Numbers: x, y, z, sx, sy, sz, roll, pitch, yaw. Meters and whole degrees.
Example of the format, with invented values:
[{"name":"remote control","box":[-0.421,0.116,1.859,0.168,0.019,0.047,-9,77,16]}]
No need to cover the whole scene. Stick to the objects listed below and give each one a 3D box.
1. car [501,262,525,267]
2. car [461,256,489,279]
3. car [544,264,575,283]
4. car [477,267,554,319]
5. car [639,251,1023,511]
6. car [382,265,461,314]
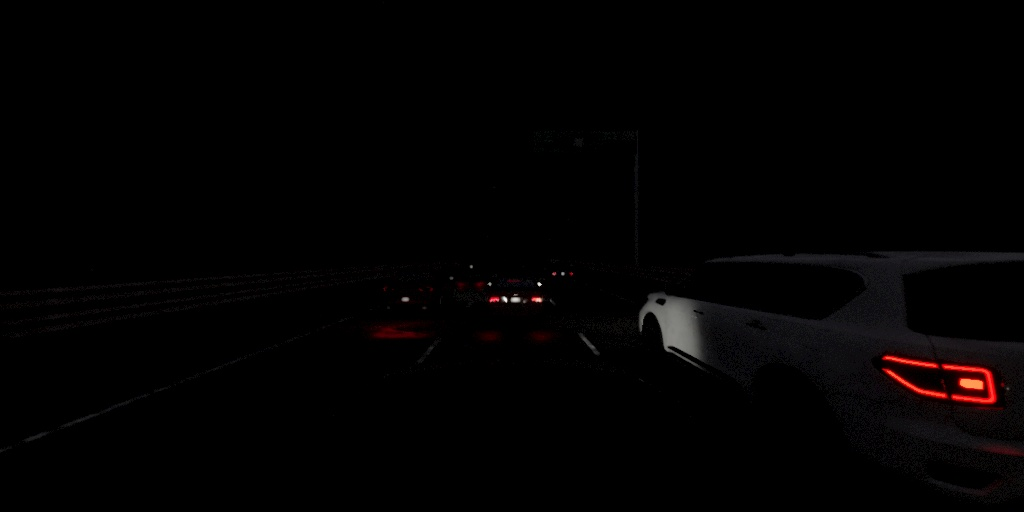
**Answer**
[{"name":"car","box":[0.094,1.289,33.495,1.837,1.490,4.892,0,0,0]},{"name":"car","box":[-3.407,1.004,32.715,2.150,2.045,5.566,0,0,0]},{"name":"car","box":[3.596,1.318,27.833,2.033,1.411,5.357,0,0,0]},{"name":"car","box":[0.097,1.300,12.752,2.033,1.411,5.357,0,0,0]},{"name":"car","box":[3.599,0.972,4.813,2.150,2.045,5.566,0,0,0]},{"name":"car","box":[-3.402,1.231,13.916,1.882,1.535,5.008,0,0,0]}]
